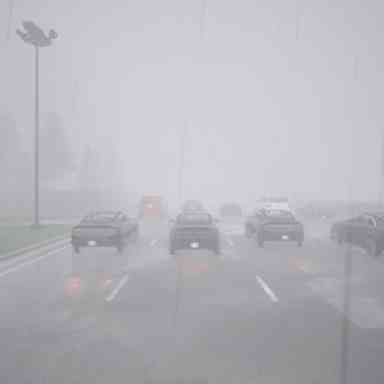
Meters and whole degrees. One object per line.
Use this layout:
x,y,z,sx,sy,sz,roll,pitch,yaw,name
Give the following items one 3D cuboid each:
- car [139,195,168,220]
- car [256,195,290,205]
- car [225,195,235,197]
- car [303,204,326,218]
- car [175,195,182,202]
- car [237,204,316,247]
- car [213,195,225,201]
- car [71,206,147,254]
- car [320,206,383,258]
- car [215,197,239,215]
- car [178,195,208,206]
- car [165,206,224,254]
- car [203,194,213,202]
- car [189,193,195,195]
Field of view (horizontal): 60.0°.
-3.404,1.310,29.656,2.150,2.045,5.566,0,0,0,car
7.097,1.311,29.648,2.150,2.045,5.566,0,0,0,car
10.504,1.752,86.812,1.837,1.490,4.892,0,0,0,car
10.595,1.688,28.986,1.895,1.301,4.718,0,0,0,car
-3.496,1.728,86.396,1.882,1.535,5.008,0,0,0,car
3.598,1.537,15.231,2.128,1.511,4.902,0,0,0,car
7.004,1.806,87.196,1.994,1.385,4.181,0,0,0,car
-3.405,1.533,13.760,2.128,1.511,4.902,0,0,0,car
7.094,1.530,12.918,2.128,1.511,4.902,0,0,0,car
3.597,1.574,32.139,1.882,1.535,5.008,0,0,0,car
0.094,1.443,30.325,2.097,1.767,4.553,0,0,0,car
0.095,1.547,13.710,1.837,1.490,4.892,0,0,0,car
3.504,1.775,86.779,2.128,1.511,4.902,0,0,0,car
0.004,1.461,86.427,2.150,2.045,5.566,0,0,0,car
